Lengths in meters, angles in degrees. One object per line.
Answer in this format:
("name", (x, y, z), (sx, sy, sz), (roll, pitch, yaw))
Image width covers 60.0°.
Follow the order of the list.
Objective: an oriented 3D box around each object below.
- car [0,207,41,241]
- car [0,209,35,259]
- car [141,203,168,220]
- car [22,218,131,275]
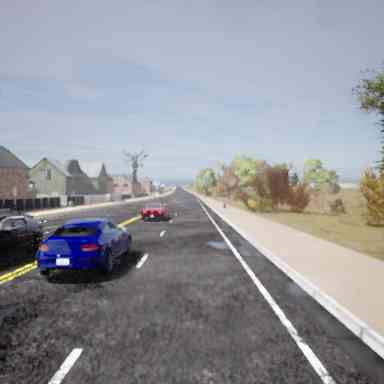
("car", (-9.831, 1.562, 16.719), (2.033, 1.411, 5.357), (0, 0, 0))
("car", (-6.591, 1.501, 10.745), (2.128, 1.511, 4.902), (0, 0, 0))
("car", (-3.139, 1.620, 28.503), (1.895, 1.301, 4.718), (0, 0, 0))
("car", (-3.144, 1.535, 10.398), (1.812, 1.442, 4.674), (0, 0, 0))
